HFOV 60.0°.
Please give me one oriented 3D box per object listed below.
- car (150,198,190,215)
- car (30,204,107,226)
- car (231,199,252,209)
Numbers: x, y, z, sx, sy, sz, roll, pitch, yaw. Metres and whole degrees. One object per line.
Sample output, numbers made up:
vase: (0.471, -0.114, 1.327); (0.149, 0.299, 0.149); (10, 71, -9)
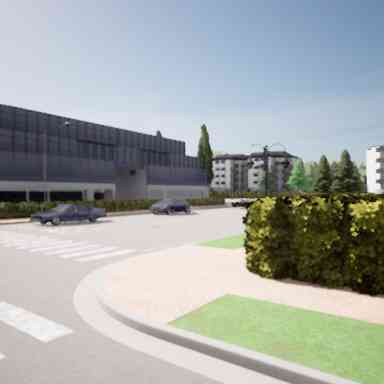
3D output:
car: (-2.160, 1.370, 33.602); (2.097, 1.767, 4.553); (0, 0, 35)
car: (-8.832, 1.565, 24.287); (2.033, 1.411, 5.357); (0, 0, 37)
car: (7.296, 1.619, 47.038); (1.895, 1.301, 4.718); (0, 0, 34)
